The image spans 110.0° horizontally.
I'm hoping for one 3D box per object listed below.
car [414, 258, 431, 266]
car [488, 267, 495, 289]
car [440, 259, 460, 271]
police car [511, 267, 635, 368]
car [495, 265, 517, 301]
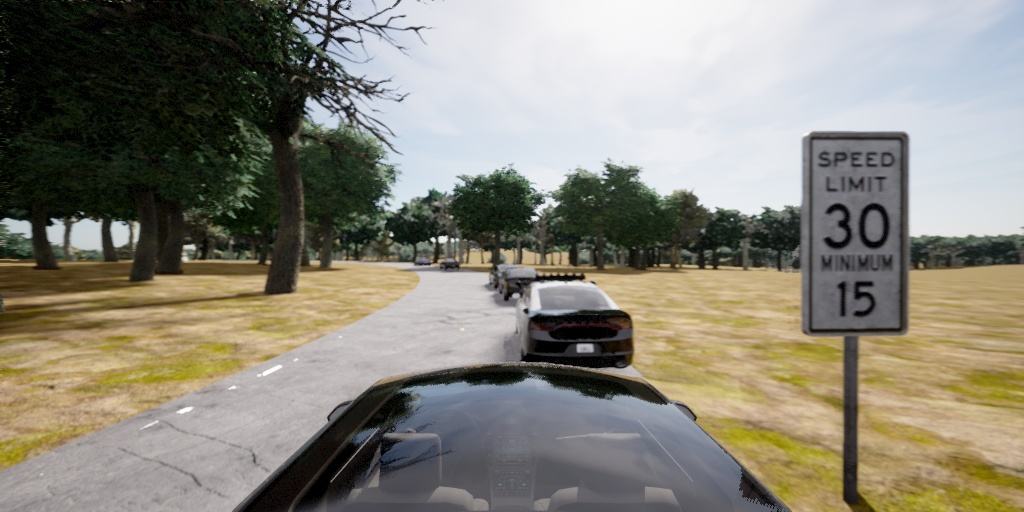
[{"bbox_3d":[-15.504,1.033,62.123,1.994,1.385,4.181,-1,1,-32],"label":"car"},{"bbox_3d":[-0.468,1.307,24.165,1.837,1.490,4.892,-1,0,-10],"label":"car"},{"bbox_3d":[-8.334,1.079,47.678,1.882,1.535,5.008,-1,1,-22],"label":"car"},{"bbox_3d":[1.057,1.207,8.012,1.930,1.638,5.238,-1,0,-1],"label":"police car"},{"bbox_3d":[0.387,1.290,18.095,1.882,1.535,5.008,-1,0,-6],"label":"car"}]
